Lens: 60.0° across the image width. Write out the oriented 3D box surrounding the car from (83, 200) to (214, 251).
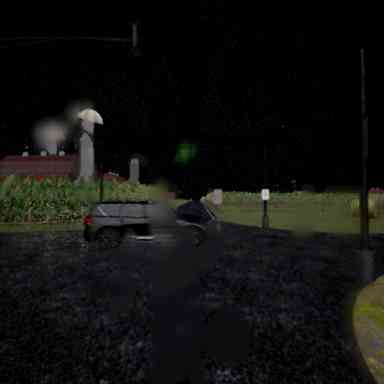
[{"bbox_3d":[-1.828,1.384,14.463,5.566,2.045,2.150,0,-1,-2],"label":"car"}]
